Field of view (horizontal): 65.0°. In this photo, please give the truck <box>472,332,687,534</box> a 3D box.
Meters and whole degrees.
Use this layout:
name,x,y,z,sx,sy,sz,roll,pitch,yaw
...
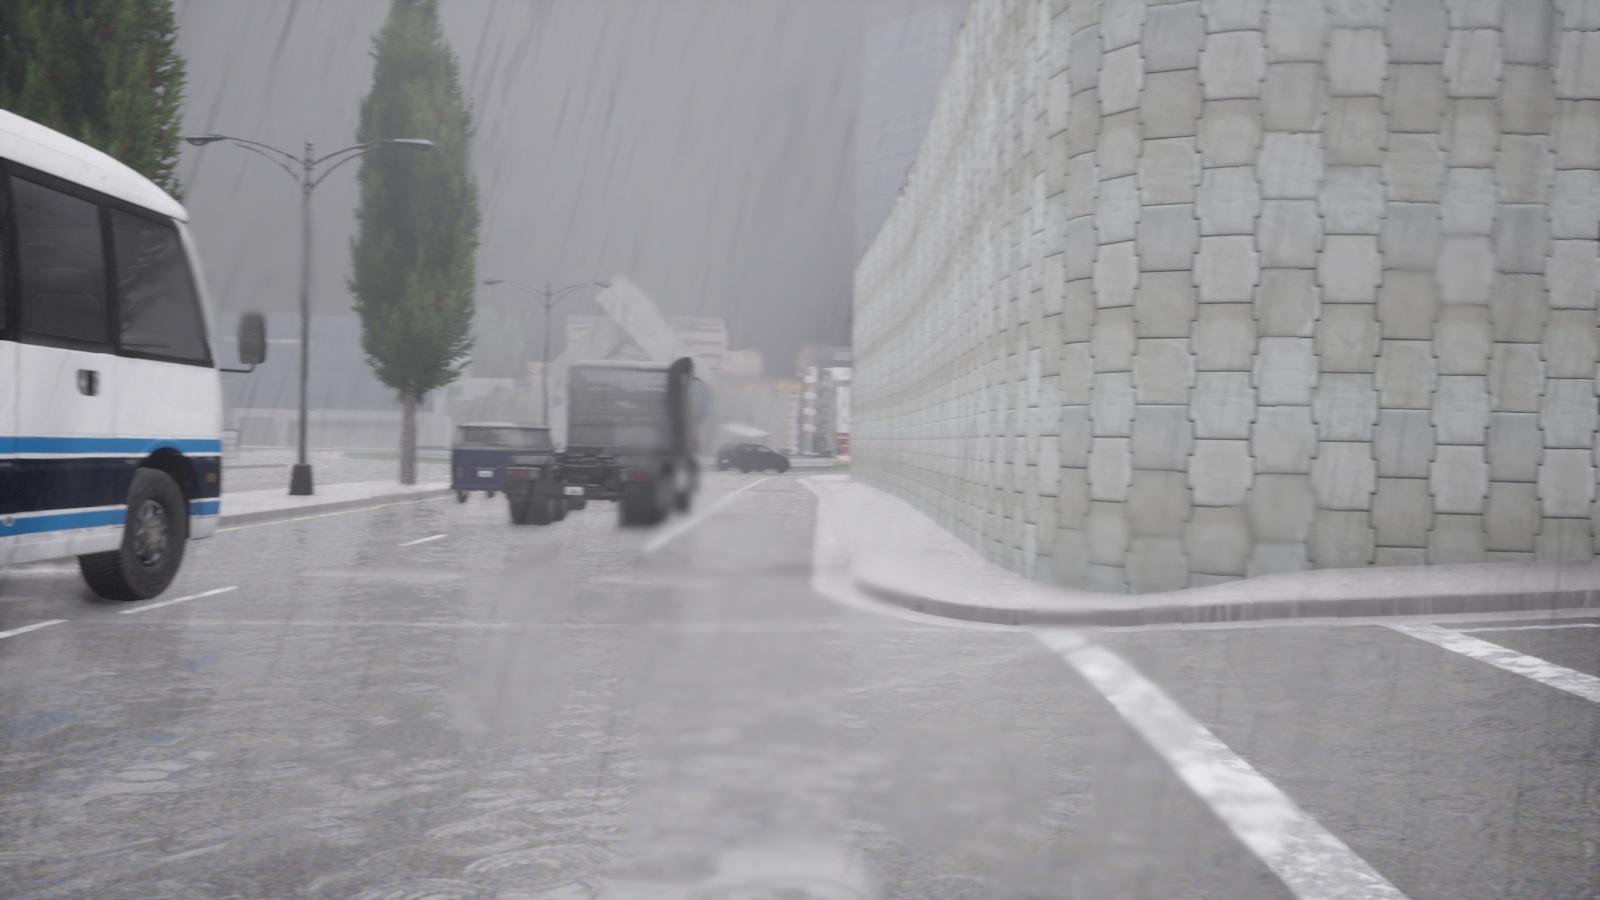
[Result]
name,x,y,z,sx,sy,sz,roll,pitch,yaw
truck,-4.227,-0.323,25.950,2.891,3.462,7.936,1,0,1

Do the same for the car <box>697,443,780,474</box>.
name,x,y,z,sx,sy,sz,roll,pitch,yaw
car,-3.090,0.439,63.845,1.816,1.474,4.193,1,0,40

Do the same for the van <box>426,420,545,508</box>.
name,x,y,z,sx,sy,sz,roll,pitch,yaw
van,-7.703,0.305,31.143,1.775,1.987,4.442,1,0,0

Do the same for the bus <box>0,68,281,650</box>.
name,x,y,z,sx,sy,sz,roll,pitch,yaw
bus,-7.824,-0.684,8.848,3.944,4.253,10.273,1,0,0
